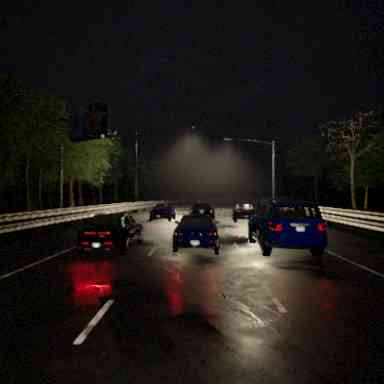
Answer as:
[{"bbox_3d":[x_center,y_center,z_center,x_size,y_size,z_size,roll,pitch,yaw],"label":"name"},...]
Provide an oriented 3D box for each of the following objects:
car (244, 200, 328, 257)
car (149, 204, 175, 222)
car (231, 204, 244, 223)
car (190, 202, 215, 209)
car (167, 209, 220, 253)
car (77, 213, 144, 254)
[{"bbox_3d":[3.679,1.346,13.706,2.150,2.045,5.566,0,0,2],"label":"car"},{"bbox_3d":[-2.554,1.799,29.185,1.812,1.442,4.674,0,0,4],"label":"car"},{"bbox_3d":[4.424,1.763,28.638,2.128,1.511,4.902,0,0,4],"label":"car"},{"bbox_3d":[0.914,1.619,28.652,2.097,1.767,4.553,0,-1,4],"label":"car"},{"bbox_3d":[0.198,1.658,14.160,1.812,1.442,4.674,0,0,2],"label":"car"},{"bbox_3d":[-3.304,1.639,14.186,1.837,1.490,4.892,0,0,2],"label":"car"}]
